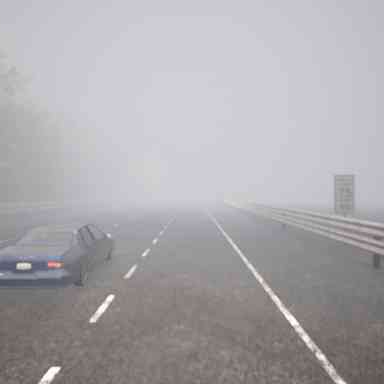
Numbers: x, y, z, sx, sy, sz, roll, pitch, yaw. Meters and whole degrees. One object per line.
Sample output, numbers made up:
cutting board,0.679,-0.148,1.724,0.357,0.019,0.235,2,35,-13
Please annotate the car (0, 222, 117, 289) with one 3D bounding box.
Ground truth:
car,-3.494,1.562,9.284,2.033,1.411,5.357,0,0,-2
